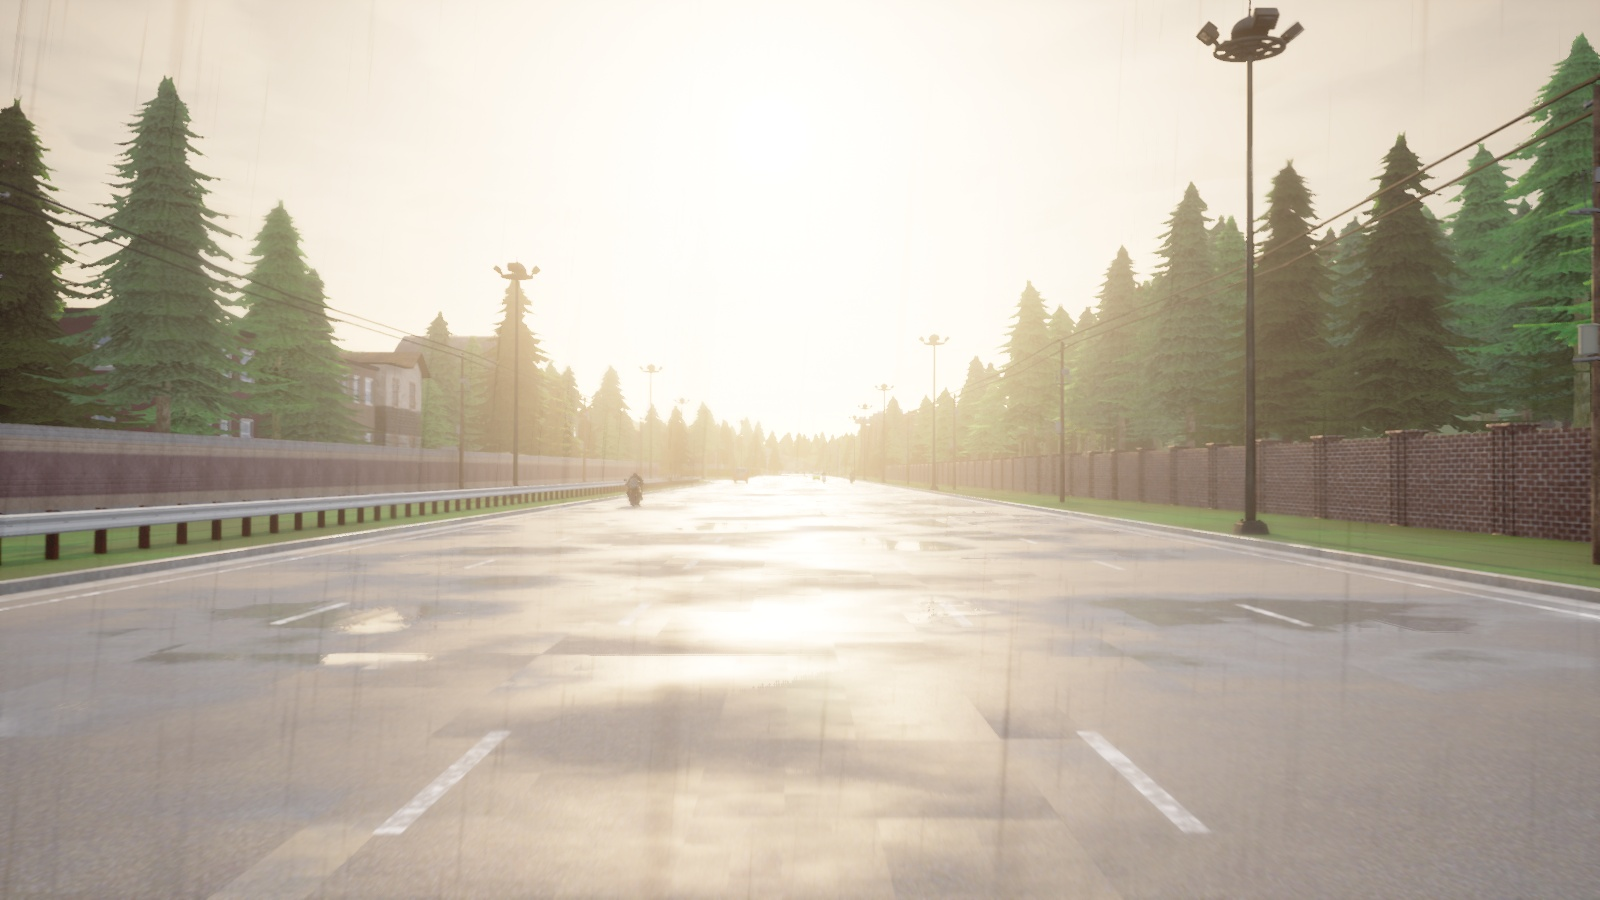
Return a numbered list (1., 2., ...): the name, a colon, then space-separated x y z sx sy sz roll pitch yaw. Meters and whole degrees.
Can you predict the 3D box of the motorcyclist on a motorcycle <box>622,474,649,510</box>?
1. motorcyclist on a motorcycle: -7.131 1.790 54.484 0.866 1.530 2.191 0 -1 0
